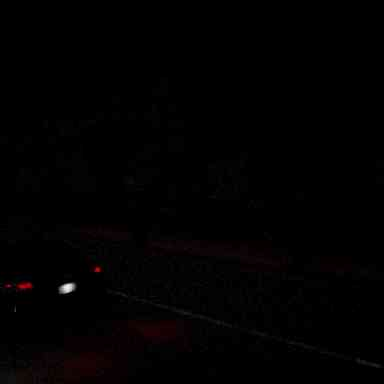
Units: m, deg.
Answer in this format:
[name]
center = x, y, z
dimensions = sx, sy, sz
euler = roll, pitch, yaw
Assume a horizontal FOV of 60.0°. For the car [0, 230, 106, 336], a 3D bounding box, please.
[car]
center = -3.635, 1.468, 6.563
dimensions = 4.181, 1.385, 1.994
euler = 2, 1, 36
